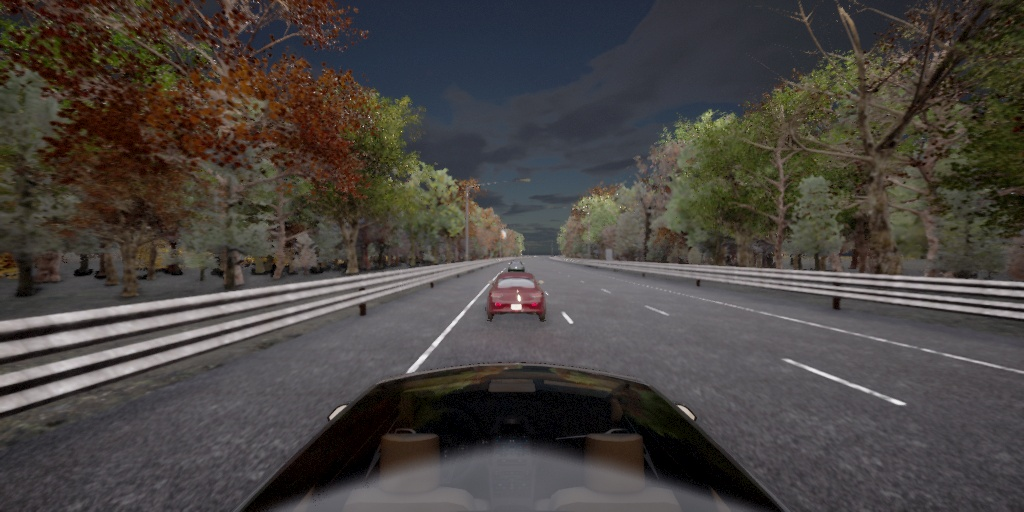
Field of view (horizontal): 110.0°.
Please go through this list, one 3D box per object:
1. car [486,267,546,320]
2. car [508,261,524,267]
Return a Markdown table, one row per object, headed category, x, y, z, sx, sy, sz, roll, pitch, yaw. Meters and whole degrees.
| category | x | y | z | sx | sy | sz | roll | pitch | yaw |
| --- | --- | --- | --- | --- | --- | --- | --- | --- | --- |
| car | 0.136 | 1.268 | 12.384 | 1.812 | 1.442 | 4.674 | 0 | 0 | 0 |
| car | 0.512 | 1.283 | 42.582 | 1.994 | 1.385 | 4.181 | 0 | 0 | 1 |
